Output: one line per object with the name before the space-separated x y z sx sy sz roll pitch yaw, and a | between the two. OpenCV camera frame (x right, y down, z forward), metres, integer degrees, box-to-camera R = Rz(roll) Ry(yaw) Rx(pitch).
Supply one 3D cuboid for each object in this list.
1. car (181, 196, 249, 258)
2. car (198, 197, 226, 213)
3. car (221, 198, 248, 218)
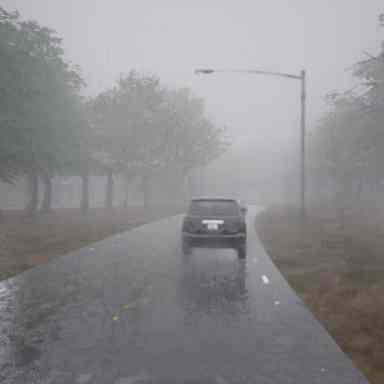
car | 0.938 1.162 12.850 2.150 2.045 5.566 0 0 6
car | 2.263 1.317 36.075 2.128 1.511 4.902 0 0 15
car | 3.879 1.373 29.426 1.837 1.490 4.892 0 0 13
